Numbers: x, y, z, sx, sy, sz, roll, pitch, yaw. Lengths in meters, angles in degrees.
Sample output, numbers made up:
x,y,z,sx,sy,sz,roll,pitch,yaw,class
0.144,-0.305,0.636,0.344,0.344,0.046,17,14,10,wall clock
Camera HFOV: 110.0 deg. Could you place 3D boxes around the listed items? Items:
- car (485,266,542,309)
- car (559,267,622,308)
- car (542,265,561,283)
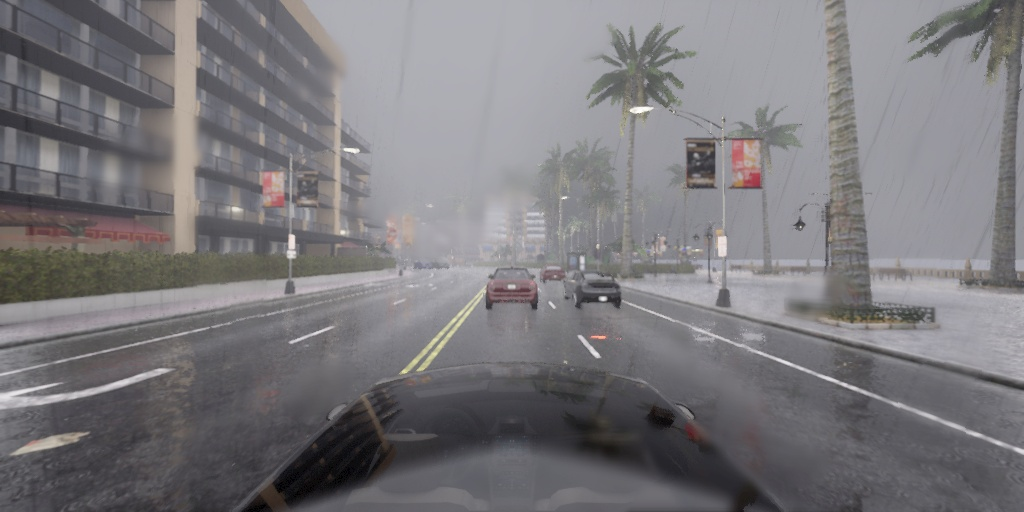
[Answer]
x,y,z,sx,sy,sz,roll,pitch,yaw,class
-0.005,1.233,15.927,2.097,1.767,4.553,0,-1,0,car
3.496,1.392,16.146,1.837,1.490,4.892,0,0,0,car
3.478,1.504,31.336,1.882,1.535,5.008,0,0,0,car
